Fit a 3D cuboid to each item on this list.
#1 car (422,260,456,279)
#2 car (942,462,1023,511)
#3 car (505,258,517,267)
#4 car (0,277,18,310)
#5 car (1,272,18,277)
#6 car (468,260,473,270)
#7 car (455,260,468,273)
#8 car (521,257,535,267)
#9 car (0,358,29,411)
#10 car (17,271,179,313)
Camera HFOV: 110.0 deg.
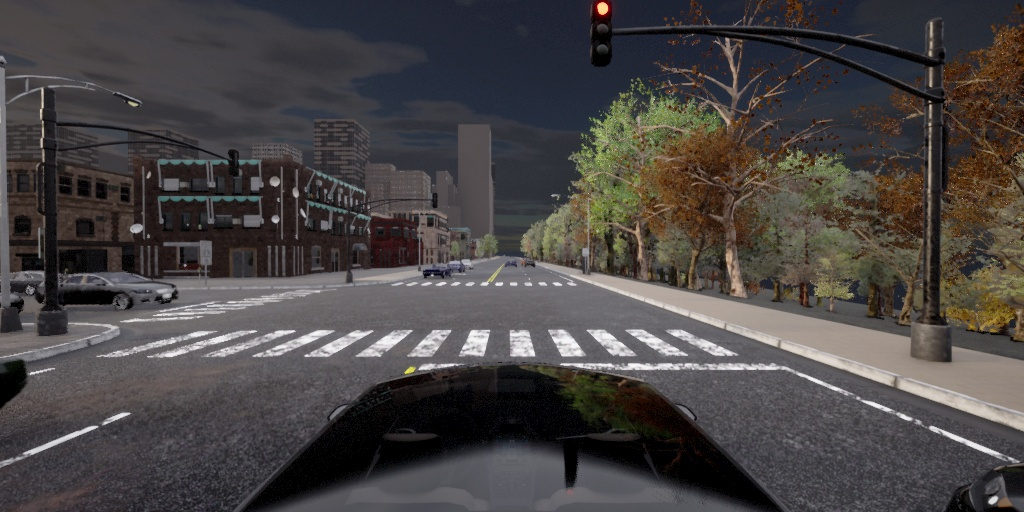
[{"bbox_3d":[-6.736,1.337,32.885,1.895,1.301,4.718,0,0,2],"label":"car"},{"bbox_3d":[3.363,1.314,0.183,1.994,1.385,4.181,0,0,-1],"label":"car"},{"bbox_3d":[-0.193,1.069,64.006,2.097,1.767,4.553,0,0,0],"label":"car"},{"bbox_3d":[-19.996,1.563,12.507,4.313,1.339,1.948,0,0,0],"label":"car"},{"bbox_3d":[-28.369,1.557,20.980,4.403,1.370,2.007,0,0,0],"label":"car"},{"bbox_3d":[-6.817,1.250,53.326,1.812,1.442,4.674,0,0,0],"label":"car"},{"bbox_3d":[-6.780,1.255,43.056,1.812,1.442,4.674,0,0,0],"label":"car"},{"bbox_3d":[3.062,1.221,63.225,1.837,1.490,4.892,0,0,0],"label":"car"},{"bbox_3d":[-6.447,1.351,1.771,1.895,1.301,4.718,0,0,1],"label":"car"},{"bbox_3d":[-16.916,1.427,15.119,4.902,1.511,2.128,-1,1,2],"label":"car"}]
